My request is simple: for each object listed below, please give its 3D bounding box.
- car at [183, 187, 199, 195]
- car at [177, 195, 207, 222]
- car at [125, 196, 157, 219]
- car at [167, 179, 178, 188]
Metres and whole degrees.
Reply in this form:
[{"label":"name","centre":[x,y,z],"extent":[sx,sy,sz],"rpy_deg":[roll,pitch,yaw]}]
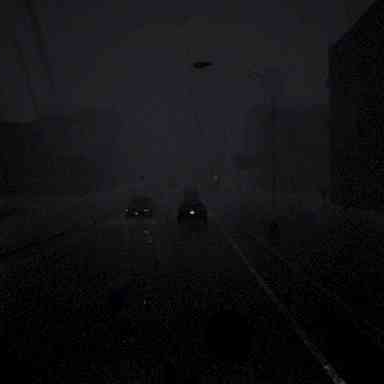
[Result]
[{"label":"car","centre":[-0.065,0.028,42.826],"extent":[1.882,1.535,5.008],"rpy_deg":[0,4,0]},{"label":"car","centre":[0.013,1.200,22.991],"extent":[1.994,1.385,4.181],"rpy_deg":[0,2,0]},{"label":"car","centre":[-3.690,1.086,24.538],"extent":[1.837,1.490,4.892],"rpy_deg":[0,2,0]},{"label":"car","centre":[-3.773,-1.718,65.337],"extent":[1.882,1.535,5.008],"rpy_deg":[0,4,0]}]
